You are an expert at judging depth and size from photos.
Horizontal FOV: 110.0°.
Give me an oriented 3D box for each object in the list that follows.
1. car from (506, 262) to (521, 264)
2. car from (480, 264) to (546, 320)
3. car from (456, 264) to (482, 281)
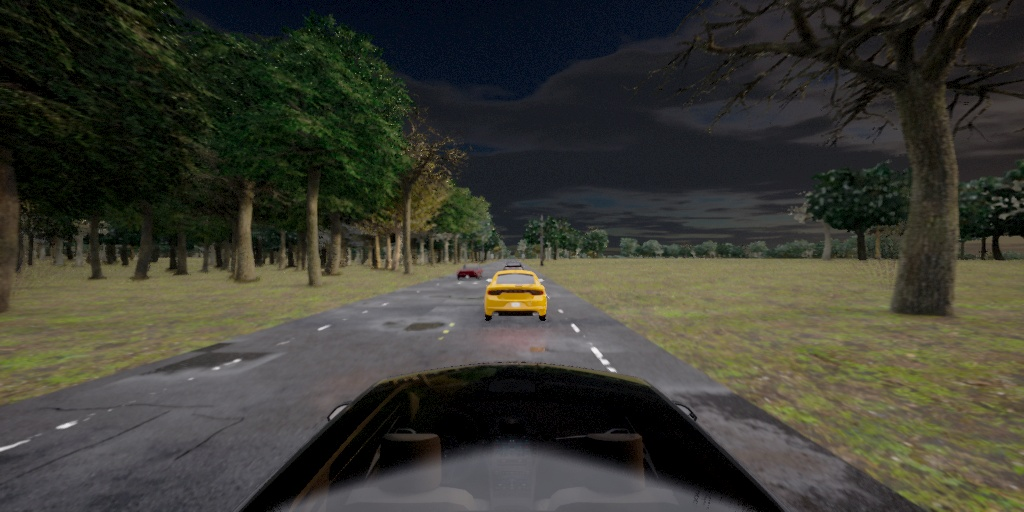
[{"bbox_3d":[0.123,1.254,33.182,2.128,1.511,4.902,0,0,0],"label":"car"},{"bbox_3d":[0.107,1.231,12.687,1.882,1.535,5.008,0,0,0],"label":"car"},{"bbox_3d":[-3.552,1.361,30.741,1.895,1.301,4.718,0,0,0],"label":"car"}]
